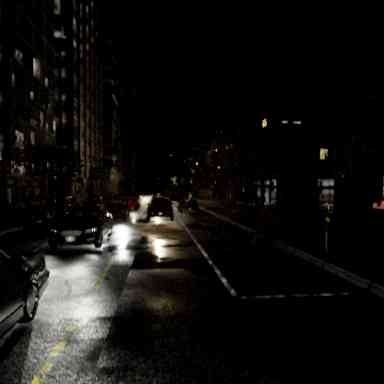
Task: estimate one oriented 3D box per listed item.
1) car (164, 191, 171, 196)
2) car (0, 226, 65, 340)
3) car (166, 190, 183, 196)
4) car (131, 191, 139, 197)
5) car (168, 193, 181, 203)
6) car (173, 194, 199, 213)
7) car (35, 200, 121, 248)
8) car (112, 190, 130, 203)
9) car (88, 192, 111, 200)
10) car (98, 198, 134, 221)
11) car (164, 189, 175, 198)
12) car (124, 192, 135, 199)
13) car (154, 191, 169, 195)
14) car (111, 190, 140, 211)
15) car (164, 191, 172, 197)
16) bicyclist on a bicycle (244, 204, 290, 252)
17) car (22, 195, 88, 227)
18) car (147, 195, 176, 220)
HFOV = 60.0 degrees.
[{"bbox_3d":[-6.876,0.438,91.839,1.802,1.307,4.206,-1,1,-6],"label":"car"},{"bbox_3d":[-3.436,1.510,4.212,2.033,1.411,5.357,0,1,-6],"label":"car"},{"bbox_3d":[-2.236,0.722,47.807,2.192,1.841,5.009,-1,1,-6],"label":"car"},{"bbox_3d":[-14.614,0.480,85.299,1.752,1.417,4.829,-1,1,-6],"label":"car"},{"bbox_3d":[-2.831,0.861,53.483,1.752,1.417,4.829,-1,1,-6],"label":"car"},{"bbox_3d":[-0.401,1.173,30.570,2.008,1.369,4.403,-1,1,-6],"label":"car"},{"bbox_3d":[-4.469,1.333,13.937,2.128,1.511,4.902,0,1,-6],"label":"car"},{"bbox_3d":[-11.151,0.681,52.442,2.192,1.841,5.009,-1,1,-6],"label":"car"},{"bbox_3d":[-8.762,1.091,29.703,1.967,1.590,4.097,-1,1,-6],"label":"car"},{"bbox_3d":[-5.517,1.318,23.933,1.895,1.301,4.718,0,1,-6],"label":"car"},{"bbox_3d":[-5.139,0.378,75.325,2.192,1.841,5.009,-1,1,-6],"label":"car"},{"bbox_3d":[-12.890,0.704,68.957,1.887,1.381,4.507,-1,1,-6],"label":"car"},{"bbox_3d":[-4.600,0.988,45.573,2.033,1.411,5.357,0,1,-6],"label":"car"},{"bbox_3d":[-6.570,0.808,34.347,2.150,2.045,5.566,0,1,-5],"label":"car"},{"bbox_3d":[-6.296,0.491,86.335,1.947,1.339,4.313,-1,1,-6],"label":"car"},{"bbox_3d":[2.567,1.253,11.476,1.656,1.620,0.582,-2,1,-6],"label":"bicyclist on a bicycle"},{"bbox_3d":[-7.693,1.103,18.685,2.192,1.841,5.009,-1,1,-6],"label":"car"},{"bbox_3d":[-2.342,1.230,24.372,1.812,1.442,4.674,0,1,-6],"label":"car"}]
